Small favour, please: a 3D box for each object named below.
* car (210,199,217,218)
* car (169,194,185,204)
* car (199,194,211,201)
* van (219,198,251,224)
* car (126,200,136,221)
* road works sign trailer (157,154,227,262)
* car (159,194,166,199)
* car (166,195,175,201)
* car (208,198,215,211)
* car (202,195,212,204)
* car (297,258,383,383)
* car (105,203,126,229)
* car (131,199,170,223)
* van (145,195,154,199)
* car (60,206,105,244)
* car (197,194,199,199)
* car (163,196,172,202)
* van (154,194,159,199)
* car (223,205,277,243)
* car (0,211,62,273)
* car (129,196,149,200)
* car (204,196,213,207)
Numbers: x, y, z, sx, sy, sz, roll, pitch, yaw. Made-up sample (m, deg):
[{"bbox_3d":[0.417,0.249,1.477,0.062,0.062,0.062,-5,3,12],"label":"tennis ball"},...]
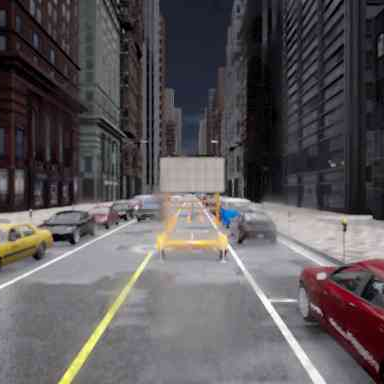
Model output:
[{"bbox_3d":[2.788,1.535,26.897,2.008,1.369,4.403,0,0,0],"label":"car"},{"bbox_3d":[-2.942,1.213,66.456,2.150,2.045,5.566,0,0,0],"label":"car"},{"bbox_3d":[2.821,1.303,60.714,2.192,1.841,5.009,0,0,0],"label":"car"},{"bbox_3d":[2.782,1.327,21.260,1.690,1.788,3.998,0,0,0],"label":"van"},{"bbox_3d":[-5.737,1.549,26.889,1.947,1.339,4.313,0,0,0],"label":"car"},{"bbox_3d":[0.012,0.455,12.011,2.380,3.560,2.880,0,0,0],"label":"road works sign trailer"},{"bbox_3d":[-5.710,1.300,55.071,2.192,1.841,5.009,0,0,0],"label":"car"},{"bbox_3d":[-5.676,1.574,88.891,1.947,1.339,4.313,0,0,0],"label":"car"},{"bbox_3d":[2.793,1.565,32.533,1.802,1.307,4.206,0,0,0],"label":"car"},{"bbox_3d":[2.810,1.529,49.441,1.887,1.381,4.507,0,0,0],"label":"car"},{"bbox_3d":[2.765,1.541,4.352,1.887,1.381,4.507,0,0,0],"label":"car"},{"bbox_3d":[-5.743,1.567,21.253,1.802,1.307,4.206,0,0,0],"label":"car"},{"bbox_3d":[-3.075,1.531,25.873,2.033,1.411,5.357,0,0,0],"label":"car"},{"bbox_3d":[-5.727,1.323,38.162,1.690,1.788,3.998,0,0,0],"label":"van"},{"bbox_3d":[-5.748,1.554,15.615,1.947,1.339,4.313,0,0,0],"label":"car"},{"bbox_3d":[2.844,1.529,83.429,1.752,1.417,4.829,0,0,0],"label":"car"},{"bbox_3d":[-5.687,1.542,77.618,1.887,1.381,4.507,0,0,0],"label":"car"},{"bbox_3d":[-5.721,1.324,43.799,1.690,1.788,3.998,0,0,0],"label":"van"},{"bbox_3d":[2.777,1.539,15.624,2.008,1.369,4.403,0,0,0],"label":"car"},{"bbox_3d":[-5.754,1.517,9.809,1.752,1.417,4.829,0,0,0],"label":"car"},{"bbox_3d":[-5.732,1.423,32.526,1.967,1.590,4.097,0,0,0],"label":"car"},{"bbox_3d":[2.799,1.534,38.169,2.008,1.369,4.403,0,0,0],"label":"car"}]
